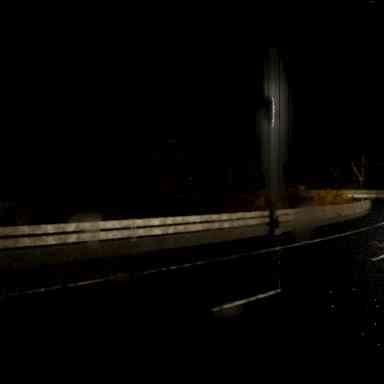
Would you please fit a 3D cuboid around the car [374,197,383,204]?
[{"bbox_3d":[36.883,1.644,64.597,2.128,1.511,4.902,0,0,13],"label":"car"}]
